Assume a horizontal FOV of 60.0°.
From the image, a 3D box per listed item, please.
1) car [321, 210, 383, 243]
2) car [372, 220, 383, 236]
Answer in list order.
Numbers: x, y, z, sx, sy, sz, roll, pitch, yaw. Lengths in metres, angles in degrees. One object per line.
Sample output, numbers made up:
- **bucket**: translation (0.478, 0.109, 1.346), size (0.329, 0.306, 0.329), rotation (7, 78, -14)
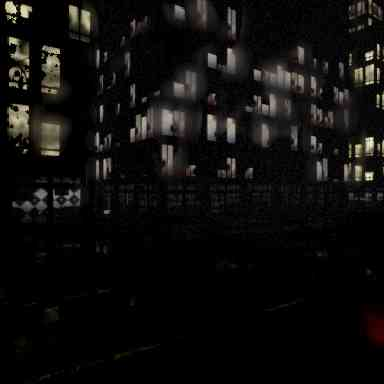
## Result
- **car**: translation (8.140, 1.563, 16.226), size (4.313, 1.339, 1.947), rotation (0, 0, -36)
- **car**: translation (6.719, 1.477, 8.228), size (5.008, 1.535, 1.882), rotation (0, 0, -36)
